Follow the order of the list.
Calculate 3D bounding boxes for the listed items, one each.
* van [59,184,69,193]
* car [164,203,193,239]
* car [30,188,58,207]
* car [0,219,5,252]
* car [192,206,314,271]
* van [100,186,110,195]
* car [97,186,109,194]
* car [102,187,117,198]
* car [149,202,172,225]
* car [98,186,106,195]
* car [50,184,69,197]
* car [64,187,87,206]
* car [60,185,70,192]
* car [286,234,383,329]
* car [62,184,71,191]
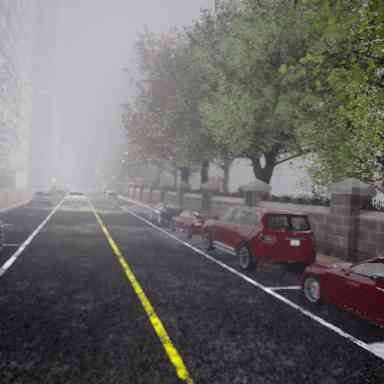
[{"bbox_3d":[-27.658,-0.837,71.806,1.690,1.788,3.998,4,0,-19],"label":"van"},{"bbox_3d":[0.179,1.508,16.442,1.802,1.307,4.206,4,0,-19],"label":"car"},{"bbox_3d":[-13.335,0.570,29.716,1.802,1.307,4.206,4,0,-19],"label":"car"},{"bbox_3d":[-6.161,1.130,8.664,1.947,1.339,4.313,4,0,-19],"label":"car"},{"bbox_3d":[1.990,1.385,11.180,2.192,1.841,5.009,4,0,-19],"label":"car"},{"bbox_3d":[-19.521,-0.331,74.312,1.690,1.788,3.998,4,0,-19],"label":"van"},{"bbox_3d":[-21.311,-0.507,79.572,2.192,1.841,5.009,4,0,-19],"label":"car"},{"bbox_3d":[-14.159,0.320,58.529,2.008,1.369,4.403,4,0,-19],"label":"car"},{"bbox_3d":[-1.611,1.333,21.703,2.008,1.369,4.403,4,0,-19],"label":"car"},{"bbox_3d":[-17.736,-0.083,69.052,1.967,1.590,4.097,4,0,-19],"label":"car"},{"bbox_3d":[-20.486,-0.275,50.759,2.192,1.841,5.009,4,0,-19],"label":"car"},{"bbox_3d":[-11.873,0.582,34.197,1.812,1.442,4.674,4,0,-19],"label":"car"},{"bbox_3d":[-29.466,-0.763,77.069,1.947,1.339,4.313,4,0,-19],"label":"car"},{"bbox_3d":[3.742,1.791,5.905,1.802,1.307,4.206,4,0,-19],"label":"car"},{"bbox_3d":[-33.042,-1.192,87.592,1.967,1.590,4.097,4,0,-19],"label":"car"}]
